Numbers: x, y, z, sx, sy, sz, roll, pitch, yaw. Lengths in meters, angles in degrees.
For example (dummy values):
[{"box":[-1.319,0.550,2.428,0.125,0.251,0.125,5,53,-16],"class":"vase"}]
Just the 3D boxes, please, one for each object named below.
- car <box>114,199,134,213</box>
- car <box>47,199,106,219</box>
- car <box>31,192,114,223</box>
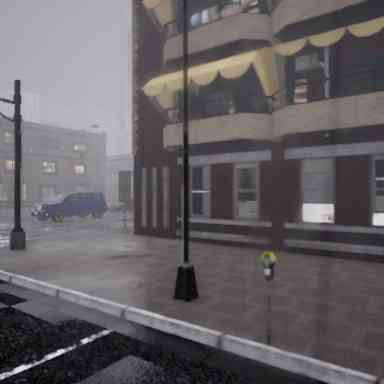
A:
[{"box":[-6.292,1.302,32.539,1.802,1.307,4.206,1,1,35],"class":"car"},{"box":[-9.598,1.352,27.900,1.947,1.339,4.313,1,1,35],"class":"car"},{"box":[-8.842,1.028,24.513,2.150,2.045,5.566,0,1,36],"class":"car"}]
